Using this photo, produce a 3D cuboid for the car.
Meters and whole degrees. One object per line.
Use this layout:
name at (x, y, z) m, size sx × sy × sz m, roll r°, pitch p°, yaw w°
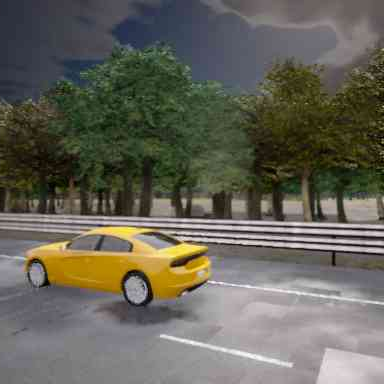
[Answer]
car at (-1.983, 1.624, 8.290) m, size 5.008 × 1.535 × 1.882 m, roll -1°, pitch -1°, yaw 28°
